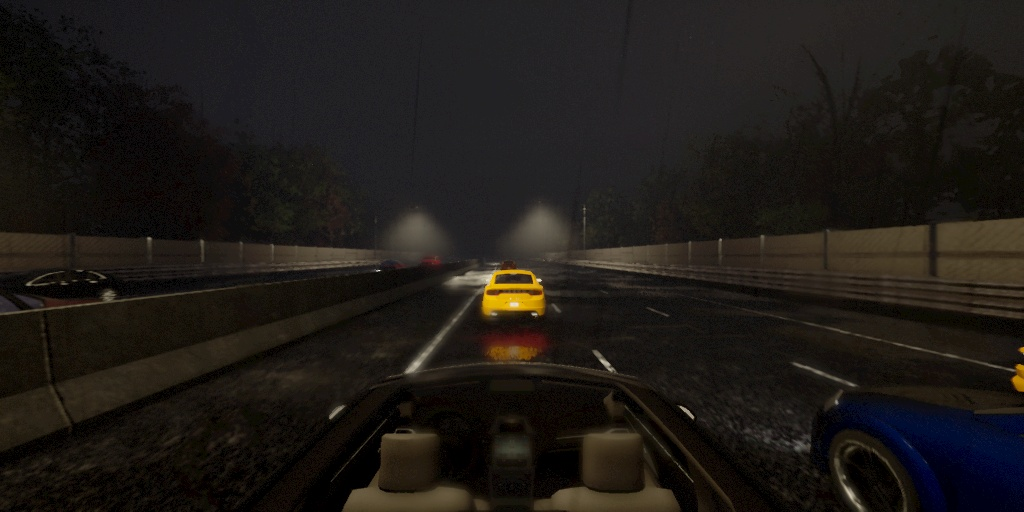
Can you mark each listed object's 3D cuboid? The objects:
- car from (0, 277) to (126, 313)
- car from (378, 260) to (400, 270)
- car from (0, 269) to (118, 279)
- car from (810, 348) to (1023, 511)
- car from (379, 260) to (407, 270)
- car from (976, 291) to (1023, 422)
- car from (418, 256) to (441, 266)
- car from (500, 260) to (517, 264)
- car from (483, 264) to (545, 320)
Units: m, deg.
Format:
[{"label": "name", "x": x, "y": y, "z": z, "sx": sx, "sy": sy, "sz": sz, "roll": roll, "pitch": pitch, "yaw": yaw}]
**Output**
[{"label": "car", "x": -10.610, "y": 1.301, "z": 6.221, "sx": 2.033, "sy": 1.411, "sz": 5.357, "roll": 0, "pitch": 0, "yaw": 0}, {"label": "car", "x": -18.344, "y": 1.290, "z": 53.775, "sx": 1.812, "sy": 1.442, "sz": 4.674, "roll": 0, "pitch": 0, "yaw": -1}, {"label": "car", "x": -17.648, "y": 1.261, "z": 13.469, "sx": 1.837, "sy": 1.490, "sz": 4.892, "roll": 0, "pitch": 0, "yaw": 0}, {"label": "car", "x": 3.593, "y": 1.313, "z": 1.383, "sx": 1.994, "sy": 1.385, "sz": 4.181, "roll": 0, "pitch": 0, "yaw": 0}, {"label": "car", "x": -14.612, "y": 1.364, "z": 44.469, "sx": 1.895, "sy": 1.301, "sz": 4.718, "roll": 0, "pitch": 0, "yaw": -1}, {"label": "car", "x": 7.093, "y": 1.226, "z": 2.245, "sx": 1.882, "sy": 1.535, "sz": 5.008, "roll": 0, "pitch": 0, "yaw": 0}, {"label": "car", "x": -11.225, "y": 0.990, "z": 49.309, "sx": 2.150, "sy": 2.045, "sz": 5.566, "roll": 0, "pitch": 0, "yaw": -1}, {"label": "car", "x": -0.406, "y": 1.243, "z": 43.514, "sx": 1.882, "sy": 1.535, "sz": 5.008, "roll": 0, "pitch": 0, "yaw": -1}, {"label": "car", "x": 0.056, "y": 1.232, "z": 12.678, "sx": 1.882, "sy": 1.535, "sz": 5.008, "roll": 0, "pitch": 0, "yaw": 0}]
